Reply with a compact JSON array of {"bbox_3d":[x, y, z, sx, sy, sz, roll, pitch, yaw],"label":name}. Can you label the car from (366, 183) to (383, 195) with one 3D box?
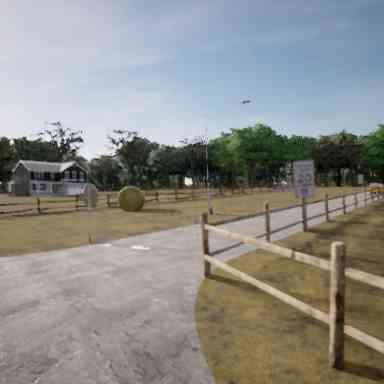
[{"bbox_3d":[25.079,-0.461,45.456,1.882,1.535,5.008,-3,0,36],"label":"car"}]
